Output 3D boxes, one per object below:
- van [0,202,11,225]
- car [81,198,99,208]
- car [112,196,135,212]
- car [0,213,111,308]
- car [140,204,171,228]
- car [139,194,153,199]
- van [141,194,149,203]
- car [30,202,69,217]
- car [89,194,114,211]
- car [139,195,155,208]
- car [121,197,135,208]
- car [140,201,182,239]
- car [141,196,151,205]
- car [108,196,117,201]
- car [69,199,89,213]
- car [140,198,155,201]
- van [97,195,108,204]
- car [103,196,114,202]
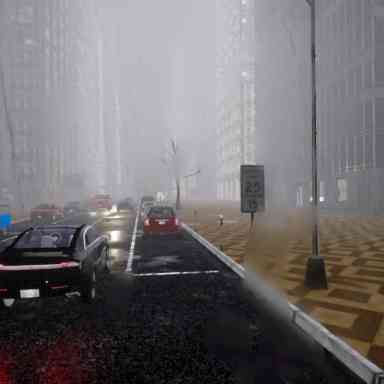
[{"bbox_3d":[-10.194,1.395,15.971,1.690,1.788,3.998,0,0,-9],"label":"van"},{"bbox_3d":[-15.227,1.654,49.730,1.947,1.339,4.313,0,0,-9],"label":"car"},{"bbox_3d":[-7.799,1.534,39.118,2.128,1.511,4.902,0,0,-8],"label":"car"},{"bbox_3d":[-3.108,1.503,8.018,2.128,1.511,4.902,0,0,-9],"label":"car"},{"bbox_3d":[-2.581,1.576,22.868,1.947,1.339,4.313,0,0,-9],"label":"car"},{"bbox_3d":[-6.080,1.349,45.352,2.192,1.841,5.009,0,0,-9],"label":"car"},{"bbox_3d":[-10.374,1.405,73.471,1.690,1.788,3.998,0,0,-9],"label":"van"},{"bbox_3d":[-11.802,1.610,27.235,1.887,1.381,4.507,0,0,-9],"label":"car"},{"bbox_3d":[-11.385,1.286,42.335,2.150,2.045,5.566,0,0,-9],"label":"car"},{"bbox_3d":[-6.939,1.354,50.976,2.192,1.841,5.009,0,0,-9],"label":"car"},{"bbox_3d":[-9.382,1.531,49.188,1.882,1.535,5.008,0,0,-8],"label":"car"},{"bbox_3d":[-1.667,1.444,17.253,1.967,1.590,4.097,0,0,-9],"label":"car"},{"bbox_3d":[-8.683,1.577,62.391,1.752,1.417,4.829,0,0,-9],"label":"car"},{"bbox_3d":[-21.239,1.683,89.097,2.008,1.369,4.403,0,0,-9],"label":"car"},{"bbox_3d":[-13.510,1.642,38.481,1.947,1.339,4.313,0,0,-9],"label":"car"},{"bbox_3d":[-4.364,1.604,34.104,1.802,1.307,4.206,0,0,-9],"label":"car"},{"bbox_3d":[-17.803,1.447,66.602,1.690,1.788,3.998,0,0,-9],"label":"van"},{"bbox_3d":[-19.521,1.685,77.850,1.947,1.339,4.313,0,0,-9],"label":"car"}]
